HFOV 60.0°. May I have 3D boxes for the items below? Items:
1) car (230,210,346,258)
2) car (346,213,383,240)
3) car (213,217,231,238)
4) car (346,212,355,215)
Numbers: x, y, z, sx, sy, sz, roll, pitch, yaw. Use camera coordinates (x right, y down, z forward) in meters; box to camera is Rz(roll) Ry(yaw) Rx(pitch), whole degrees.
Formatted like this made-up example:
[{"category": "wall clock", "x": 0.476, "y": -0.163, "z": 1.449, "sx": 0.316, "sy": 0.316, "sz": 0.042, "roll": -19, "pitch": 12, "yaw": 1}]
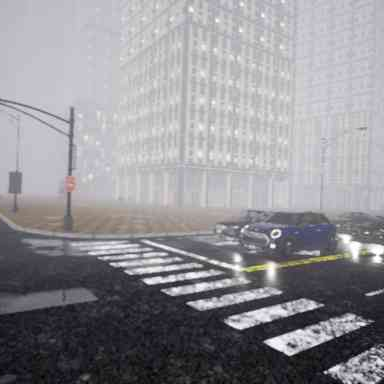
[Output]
[{"category": "car", "x": 4.102, "y": 1.578, "z": 13.966, "sx": 4.553, "sy": 1.767, "sz": 2.097, "roll": 3, "pitch": 0, "yaw": -37}, {"category": "car", "x": 11.027, "y": 2.098, "z": 19.070, "sx": 4.181, "sy": 1.385, "sz": 1.994, "roll": 3, "pitch": 0, "yaw": -36}, {"category": "car", "x": 3.282, "y": 1.699, "z": 17.429, "sx": 4.902, "sy": 1.511, "sz": 2.128, "roll": 3, "pitch": 0, "yaw": -37}, {"category": "car", "x": 11.366, "y": 2.129, "z": 23.343, "sx": 4.181, "sy": 1.385, "sz": 1.994, "roll": 3, "pitch": 0, "yaw": -36}]
